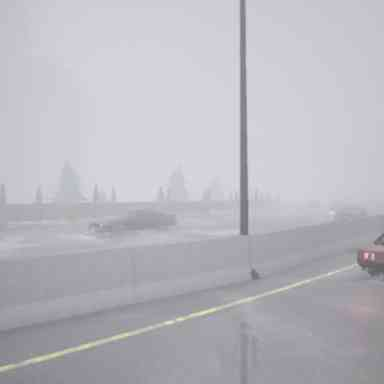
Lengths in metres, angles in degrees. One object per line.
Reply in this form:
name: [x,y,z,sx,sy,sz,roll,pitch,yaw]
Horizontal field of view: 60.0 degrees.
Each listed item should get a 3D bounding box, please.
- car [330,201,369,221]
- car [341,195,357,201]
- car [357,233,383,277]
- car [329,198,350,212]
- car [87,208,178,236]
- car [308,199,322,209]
car: [12.993,1.697,27.014,1.994,1.385,4.181,0,-1,37]
car: [30.213,1.664,64.412,2.150,2.045,5.566,0,-1,13]
car: [6.503,1.631,9.324,4.718,1.301,1.895,0,0,-42]
car: [18.992,1.829,43.129,1.994,1.385,4.181,0,-1,27]
car: [-3.300,1.647,19.512,5.357,1.411,2.033,0,0,-42]
car: [19.831,1.851,53.744,1.882,1.535,5.008,0,-1,20]
